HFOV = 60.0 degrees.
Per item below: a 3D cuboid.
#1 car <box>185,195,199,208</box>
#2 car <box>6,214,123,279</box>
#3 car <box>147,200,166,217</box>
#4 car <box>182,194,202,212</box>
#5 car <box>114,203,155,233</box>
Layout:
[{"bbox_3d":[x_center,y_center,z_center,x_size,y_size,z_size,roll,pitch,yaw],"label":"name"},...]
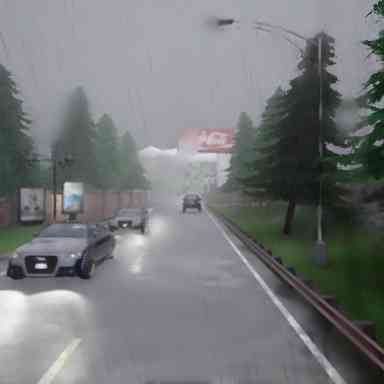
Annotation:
[{"bbox_3d":[-0.016,1.425,49.897,2.097,1.767,4.553,0,0,0],"label":"car"},{"bbox_3d":[-3.596,1.580,9.918,1.994,1.385,4.181,0,0,0],"label":"car"},{"bbox_3d":[-3.584,1.538,32.258,2.128,1.511,4.902,0,0,0],"label":"car"},{"bbox_3d":[-0.013,1.279,39.308,2.150,2.045,5.566,0,0,0],"label":"car"},{"bbox_3d":[-3.596,1.594,19.857,1.994,1.385,4.181,0,0,0],"label":"car"}]
